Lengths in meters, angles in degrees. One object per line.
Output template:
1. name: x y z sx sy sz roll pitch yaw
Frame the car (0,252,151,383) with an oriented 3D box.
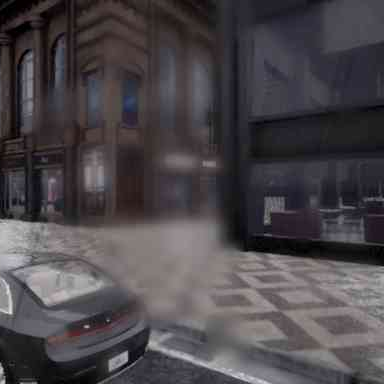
1. car: -2.555 1.551 4.788 4.403 1.369 2.008 0 0 36
